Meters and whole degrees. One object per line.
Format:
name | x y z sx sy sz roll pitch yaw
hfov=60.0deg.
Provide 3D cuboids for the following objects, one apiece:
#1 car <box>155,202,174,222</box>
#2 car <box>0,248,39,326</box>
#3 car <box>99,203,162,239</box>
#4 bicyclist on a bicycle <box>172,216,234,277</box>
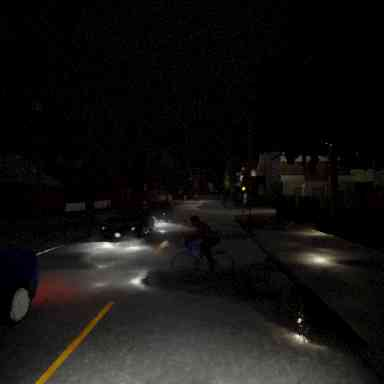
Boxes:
car | -2.569 1.546 26.923 2.033 1.411 5.357 0 0 3
car | -3.939 1.477 4.269 1.882 1.535 5.008 0 0 3
car | -3.175 1.547 17.538 2.033 1.411 5.357 0 0 3
bicyclist on a bicycle | 0.265 1.446 8.736 1.656 1.620 0.582 -2 0 3
